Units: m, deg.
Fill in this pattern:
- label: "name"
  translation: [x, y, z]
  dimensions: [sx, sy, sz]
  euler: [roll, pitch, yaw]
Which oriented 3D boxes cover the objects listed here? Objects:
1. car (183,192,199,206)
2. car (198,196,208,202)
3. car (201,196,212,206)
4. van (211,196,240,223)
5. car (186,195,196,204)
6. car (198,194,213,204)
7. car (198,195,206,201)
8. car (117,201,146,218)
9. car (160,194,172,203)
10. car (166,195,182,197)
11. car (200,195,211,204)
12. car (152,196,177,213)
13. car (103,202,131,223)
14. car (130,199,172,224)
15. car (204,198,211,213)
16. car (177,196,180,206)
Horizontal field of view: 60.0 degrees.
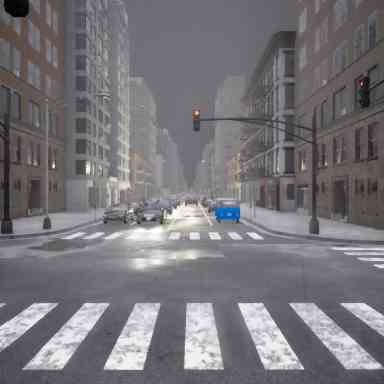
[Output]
- label: "car"
  translation: [-0.086, 1.340, 55.032]
  dimensions: [2.097, 1.767, 4.553]
  euler: [0, 0, 0]
- label: "car"
  translation: [2.519, 1.524, 76.068]
  dimensions: [2.008, 1.369, 4.403]
  euler: [0, 0, 0]
- label: "car"
  translation: [2.563, 1.576, 47.662]
  dimensions: [1.802, 1.307, 4.206]
  euler: [0, 0, 0]
- label: "van"
  translation: [2.598, 1.340, 24.937]
  dimensions: [1.690, 1.788, 3.998]
  euler: [0, 0, 0]
- label: "car"
  translation: [-0.101, 1.459, 65.064]
  dimensions: [1.882, 1.535, 5.008]
  euler: [0, 0, 0]
- label: "car"
  translation: [2.554, 1.305, 53.343]
  dimensions: [2.192, 1.841, 5.009]
  euler: [0, 0, 0]
- label: "car"
  translation: [2.502, 1.530, 87.431]
  dimensions: [1.947, 1.339, 4.313]
  euler: [0, 0, 0]
- label: "car"
  translation: [-5.436, 1.543, 30.597]
  dimensions: [1.887, 1.381, 4.507]
  euler: [0, 0, 0]
- label: "car"
  translation: [-5.497, 1.292, 70.370]
  dimensions: [2.192, 1.841, 5.009]
  euler: [0, 0, 0]
- label: "car"
  translation: [-2.889, 1.554, 53.158]
  dimensions: [1.994, 1.385, 4.181]
  euler: [0, 0, 1]
- label: "car"
  translation: [2.537, 1.421, 64.706]
  dimensions: [1.967, 1.590, 4.097]
  euler: [0, 0, 0]
- label: "car"
  translation: [-2.903, 1.476, 33.910]
  dimensions: [1.882, 1.535, 5.008]
  euler: [0, 0, 0]
- label: "car"
  translation: [-5.427, 1.549, 24.915]
  dimensions: [2.008, 1.369, 4.403]
  euler: [0, 0, 0]
- label: "car"
  translation: [-2.876, 1.490, 24.467]
  dimensions: [2.128, 1.511, 4.902]
  euler: [0, 0, -1]
- label: "car"
  translation: [2.580, 1.580, 36.299]
  dimensions: [1.802, 1.307, 4.206]
  euler: [0, 0, 0]
- label: "car"
  translation: [-2.914, 1.560, 43.136]
  dimensions: [1.994, 1.385, 4.181]
  euler: [0, 0, 0]
